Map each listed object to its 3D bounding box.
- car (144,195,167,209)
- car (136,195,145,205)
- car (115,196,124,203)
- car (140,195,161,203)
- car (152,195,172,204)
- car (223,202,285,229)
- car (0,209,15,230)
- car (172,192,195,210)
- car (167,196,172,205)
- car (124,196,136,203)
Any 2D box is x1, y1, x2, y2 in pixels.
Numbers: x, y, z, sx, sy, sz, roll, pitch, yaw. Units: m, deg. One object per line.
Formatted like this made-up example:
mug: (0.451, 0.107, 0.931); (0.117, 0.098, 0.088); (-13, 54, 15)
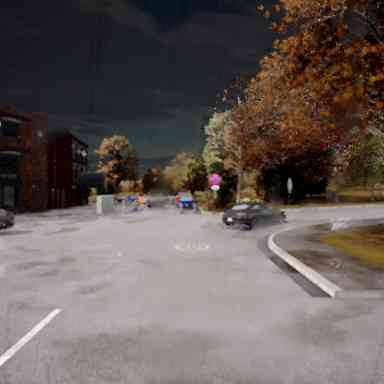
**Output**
car: (-4.319, 1.278, 40.416); (1.882, 1.535, 5.008); (0, 0, -3)
car: (-7.829, 1.319, 58.253); (2.097, 1.767, 4.553); (-1, 0, -22)
car: (-15.752, 1.746, 76.212); (4.892, 1.521, 2.231); (-3, -1, 42)
car: (-8.408, 1.489, 67.318); (2.231, 1.521, 4.892); (-1, 0, -35)
car: (-5.658, 1.451, 62.445); (2.097, 1.535, 5.008); (-1, 0, -27)
car: (3.762, 1.320, 20.027); (4.674, 1.442, 1.812); (-2, 0, -44)
car: (-11.409, 1.370, 16.260); (4.892, 1.521, 2.231); (-1, 1, -20)
car: (-1.002, 1.071, 45.982); (2.435, 2.045, 5.566); (0, -1, -7)
car: (-3.453, 1.410, 57.145); (2.231, 1.521, 4.892); (-1, 0, -18)
car: (-11.926, 1.592, 71.774); (2.097, 1.535, 5.008); (-1, 1, -41)
